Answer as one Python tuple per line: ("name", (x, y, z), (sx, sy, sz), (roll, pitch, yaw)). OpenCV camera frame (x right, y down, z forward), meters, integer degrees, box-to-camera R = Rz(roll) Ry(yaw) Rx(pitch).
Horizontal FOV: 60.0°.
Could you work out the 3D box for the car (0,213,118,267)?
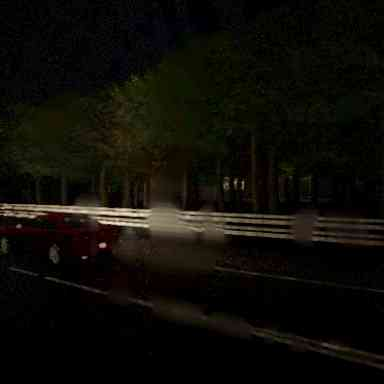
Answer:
("car", (-4.759, 1.485, 11.603), (5.008, 1.535, 1.882), (0, 0, 35))
